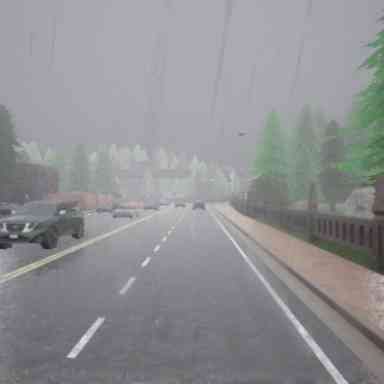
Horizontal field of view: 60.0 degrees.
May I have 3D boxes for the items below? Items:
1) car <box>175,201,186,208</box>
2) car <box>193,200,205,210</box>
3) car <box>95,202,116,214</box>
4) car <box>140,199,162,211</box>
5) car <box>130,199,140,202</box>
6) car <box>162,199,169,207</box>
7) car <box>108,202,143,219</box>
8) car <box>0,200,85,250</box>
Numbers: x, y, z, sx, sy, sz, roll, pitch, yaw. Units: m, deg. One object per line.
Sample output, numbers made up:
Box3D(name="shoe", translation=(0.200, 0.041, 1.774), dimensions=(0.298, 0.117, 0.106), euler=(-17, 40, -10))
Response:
Box3D(name="car", translation=(-2.204, 2.316, 63.427), dimensions=(1.895, 1.301, 4.718), euler=(0, -1, 1))
Box3D(name="car", translation=(1.133, 2.127, 54.881), dimensions=(1.837, 1.490, 4.892), euler=(0, -1, 1))
Box3D(name="car", translation=(-10.539, 2.020, 42.893), dimensions=(2.033, 1.411, 5.357), euler=(0, -1, 11))
Box3D(name="car", translation=(-6.147, 2.126, 50.290), dimensions=(1.994, 1.385, 4.181), euler=(0, -1, 1))
Box3D(name="car", translation=(-9.531, 1.970, 55.630), dimensions=(2.097, 1.767, 4.553), euler=(0, -1, 1))
Box3D(name="car", translation=(-5.739, 2.199, 66.829), dimensions=(1.882, 1.535, 5.008), euler=(0, -1, 1))
Box3D(name="car", translation=(-6.492, 1.966, 32.871), dimensions=(1.895, 1.301, 4.718), euler=(0, -1, 1))
Box3D(name="car", translation=(-6.823, 1.391, 15.599), dimensions=(2.150, 2.045, 5.566), euler=(0, -1, 1))
